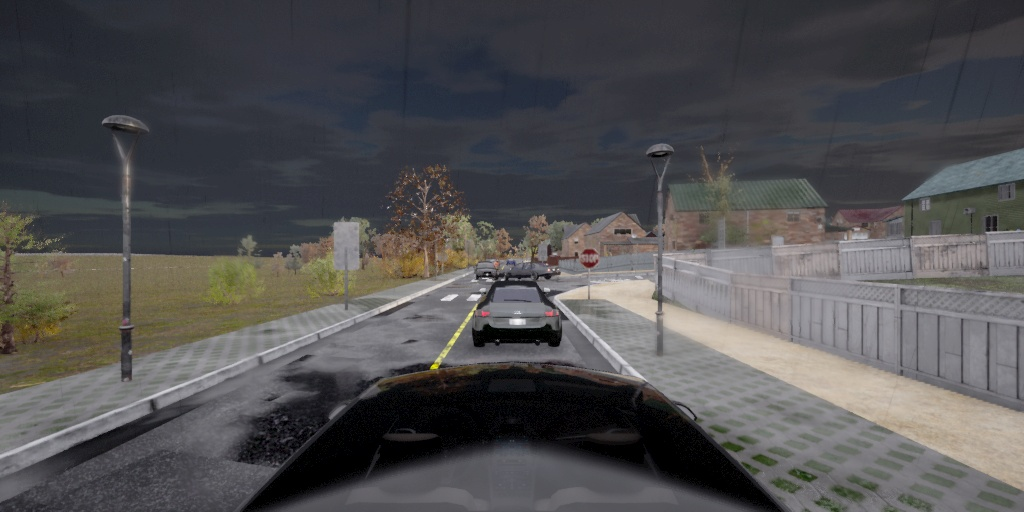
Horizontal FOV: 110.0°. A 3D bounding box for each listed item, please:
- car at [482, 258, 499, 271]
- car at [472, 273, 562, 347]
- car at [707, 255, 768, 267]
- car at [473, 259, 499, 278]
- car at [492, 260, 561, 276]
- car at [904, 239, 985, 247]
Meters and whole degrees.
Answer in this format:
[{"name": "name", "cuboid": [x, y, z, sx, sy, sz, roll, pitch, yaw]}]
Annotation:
[{"name": "car", "cuboid": [-2.984, 1.121, 51.057, 2.097, 1.767, 4.553, 0, 0, 0]}, {"name": "car", "cuboid": [0.081, 1.313, 9.322, 1.994, 1.385, 4.181, 0, 0, -1]}, {"name": "car", "cuboid": [14.329, 0.413, 22.753, 4.181, 1.385, 1.994, -3, 0, 16]}, {"name": "car", "cuboid": [-2.332, 1.258, 31.241, 1.837, 1.490, 4.892, 0, 0, -8]}, {"name": "car", "cuboid": [1.263, 1.198, 28.340, 5.357, 1.411, 2.033, -4, -3, 43]}, {"name": "car", "cuboid": [23.837, -0.208, 20.357, 4.902, 1.511, 2.128, -3, 0, 14]}]
